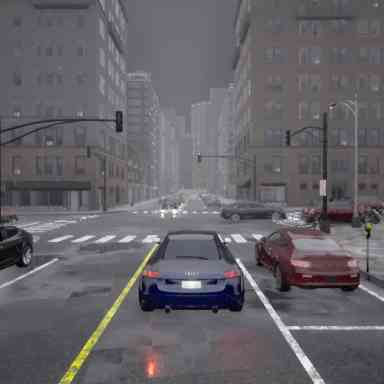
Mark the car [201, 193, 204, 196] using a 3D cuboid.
[{"bbox_3d":[3.231,1.425,68.064,1.802,1.307,4.206,0,0,0],"label":"car"}]

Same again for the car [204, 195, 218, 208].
[{"bbox_3d":[3.037,1.508,45.855,1.802,1.307,4.206,0,0,0],"label":"car"}]

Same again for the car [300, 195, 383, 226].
[{"bbox_3d":[9.390,1.218,21.209,4.553,1.767,2.097,-1,0,0],"label":"car"}]

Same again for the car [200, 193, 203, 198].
[{"bbox_3d":[3.279,1.389,73.620,1.802,1.307,4.206,0,0,0],"label":"car"}]

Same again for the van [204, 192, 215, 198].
[{"bbox_3d":[3.084,1.250,51.406,1.690,1.788,3.998,0,0,0],"label":"van"}]

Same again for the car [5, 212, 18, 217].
[{"bbox_3d":[-15.770,1.748,24.550,5.357,1.411,2.033,-1,0,0],"label":"car"}]

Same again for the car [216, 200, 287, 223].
[{"bbox_3d":[4.490,1.436,24.482,4.892,1.490,1.837,-1,0,0],"label":"car"}]

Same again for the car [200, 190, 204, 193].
[{"bbox_3d":[3.728,0.938,86.033,2.150,2.045,5.566,0,0,0],"label":"car"}]

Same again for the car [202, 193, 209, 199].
[{"bbox_3d":[3.821,1.145,93.004,1.882,1.535,5.008,0,0,0],"label":"car"}]

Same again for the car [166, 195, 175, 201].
[{"bbox_3d":[-5.198,1.349,79.249,1.802,1.307,4.206,0,0,0],"label":"car"}]

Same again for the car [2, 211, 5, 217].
[{"bbox_3d":[-15.376,1.760,21.299,5.357,1.411,2.033,-1,0,0],"label":"car"}]

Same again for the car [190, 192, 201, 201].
[{"bbox_3d":[0.520,1.319,74.294,1.812,1.442,4.674,0,0,0],"label":"car"}]

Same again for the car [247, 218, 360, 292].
[{"bbox_3d":[2.760,1.580,8.646,1.802,1.307,4.206,0,0,0],"label":"car"}]

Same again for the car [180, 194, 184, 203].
[{"bbox_3d":[-2.749,1.427,53.735,1.812,1.442,4.674,0,0,0],"label":"car"}]

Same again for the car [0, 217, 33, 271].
[{"bbox_3d":[-5.766,1.564,8.648,1.947,1.339,4.313,0,0,0],"label":"car"}]

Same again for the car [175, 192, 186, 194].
[{"bbox_3d":[-2.617,1.355,64.124,2.128,1.511,4.902,0,0,1],"label":"car"}]

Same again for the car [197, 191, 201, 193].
[{"bbox_3d":[0.606,1.088,84.294,2.128,1.511,4.902,0,0,0],"label":"car"}]

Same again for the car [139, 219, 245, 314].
[{"bbox_3d":[0.003,1.562,7.725,1.994,1.385,4.181,0,0,0],"label":"car"}]

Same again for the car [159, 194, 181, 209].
[{"bbox_3d":[-2.835,1.437,43.830,1.837,1.490,4.892,0,0,2],"label":"car"}]

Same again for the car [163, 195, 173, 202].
[{"bbox_3d":[-5.246,1.357,73.696,2.008,1.369,4.403,0,0,0],"label":"car"}]

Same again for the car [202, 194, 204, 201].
[{"bbox_3d":[3.132,1.437,56.958,1.887,1.381,4.507,0,0,0],"label":"car"}]

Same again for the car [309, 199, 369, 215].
[{"bbox_3d":[13.660,1.356,31.144,4.718,1.301,1.895,-1,0,0],"label":"car"}]
